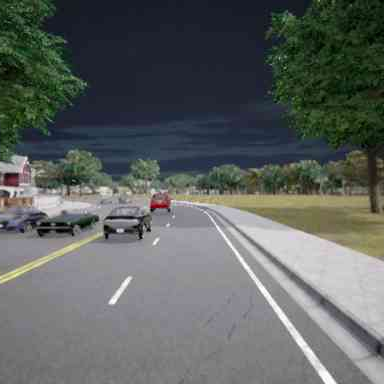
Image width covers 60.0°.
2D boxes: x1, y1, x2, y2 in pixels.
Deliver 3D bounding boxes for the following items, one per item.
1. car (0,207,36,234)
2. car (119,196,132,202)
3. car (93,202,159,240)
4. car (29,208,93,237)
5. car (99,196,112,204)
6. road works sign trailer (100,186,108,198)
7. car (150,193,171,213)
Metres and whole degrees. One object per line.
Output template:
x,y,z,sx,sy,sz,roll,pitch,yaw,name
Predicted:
-9.861,1.546,19.130,1.994,1.385,4.181,0,0,0,car
-11.948,1.409,59.715,2.128,1.511,4.902,0,0,-20,car
-3.148,1.476,17.011,2.128,1.511,4.902,0,0,0,car
-6.600,1.584,17.997,1.895,1.301,4.718,0,0,0,car
-15.692,1.456,60.551,1.812,1.442,4.674,0,0,-21,car
-24.570,0.229,92.407,2.880,3.560,2.380,-2,-2,43,road works sign trailer
-3.513,1.179,37.105,2.150,2.045,5.566,0,0,-4,car
